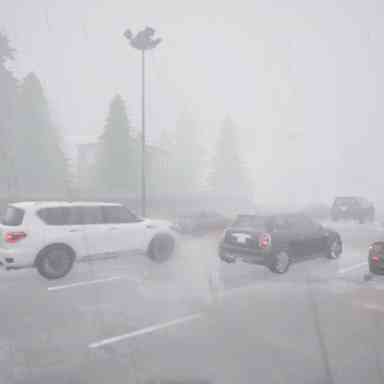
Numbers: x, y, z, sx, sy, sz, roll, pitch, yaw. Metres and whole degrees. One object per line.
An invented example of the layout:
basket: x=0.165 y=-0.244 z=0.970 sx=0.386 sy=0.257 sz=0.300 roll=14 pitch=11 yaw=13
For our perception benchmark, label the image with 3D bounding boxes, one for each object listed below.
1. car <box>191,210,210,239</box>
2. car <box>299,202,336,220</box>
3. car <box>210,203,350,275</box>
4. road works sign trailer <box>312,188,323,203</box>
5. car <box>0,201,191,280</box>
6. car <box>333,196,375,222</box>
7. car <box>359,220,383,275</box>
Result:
car: x=0.678 y=1.659 z=18.186 sx=4.181 sy=1.385 sz=1.994 roll=0 pitch=0 yaw=-42
car: x=11.385 y=1.690 z=30.002 sx=1.994 sy=1.385 sz=4.181 roll=0 pitch=0 yaw=37
car: x=3.042 y=1.402 z=10.970 sx=4.553 sy=1.767 sz=2.097 roll=0 pitch=0 yaw=-40
road works sign trailer: x=29.057 y=0.790 z=78.210 sx=2.380 sy=3.560 sz=2.880 roll=0 pitch=0 yaw=-32
car: x=-2.983 y=1.288 z=10.437 sx=5.566 sy=2.045 sz=2.150 roll=0 pitch=0 yaw=-38
car: x=12.437 y=1.322 z=25.597 sx=2.150 sy=2.045 sz=5.566 roll=0 pitch=0 yaw=39
car: x=6.637 y=1.558 z=9.430 sx=4.674 sy=1.442 sz=1.812 roll=0 pitch=0 yaw=-41
